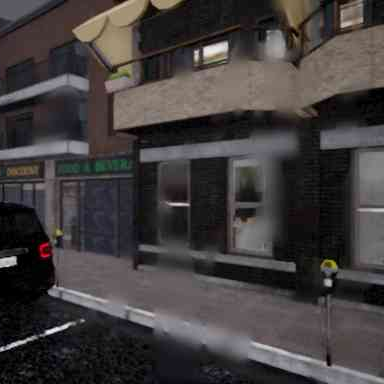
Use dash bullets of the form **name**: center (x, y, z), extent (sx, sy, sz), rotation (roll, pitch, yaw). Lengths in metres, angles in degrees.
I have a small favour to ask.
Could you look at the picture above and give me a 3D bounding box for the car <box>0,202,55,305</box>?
- **car**: center (-5.160, 1.226, 6.933), extent (5.566, 2.045, 2.150), rotation (0, 0, 35)
